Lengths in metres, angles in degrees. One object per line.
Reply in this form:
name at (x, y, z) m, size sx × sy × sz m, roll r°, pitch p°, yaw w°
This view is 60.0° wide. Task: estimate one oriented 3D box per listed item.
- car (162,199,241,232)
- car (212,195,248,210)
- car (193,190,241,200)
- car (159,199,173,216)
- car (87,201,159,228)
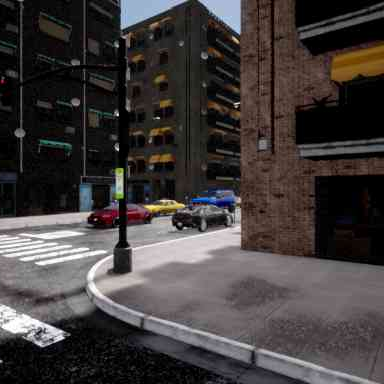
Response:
car at (0.680, 1.333, 18.282) m, size 2.008 × 1.369 × 4.403 m, roll 1°, pitch 1°, yaw 36°
car at (4.235, 1.111, 36.505) m, size 1.752 × 1.417 × 4.829 m, roll 1°, pitch 1°, yaw 36°
car at (1.878, 0.894, 29.114) m, size 2.150 × 2.045 × 5.566 m, roll 0°, pitch 1°, yaw 36°
car at (-2.455, 1.252, 27.347) m, size 1.752 × 1.417 × 4.829 m, roll 1°, pitch 1°, yaw 36°
car at (-4.346, 1.368, 20.600) m, size 1.994 × 1.385 × 4.181 m, roll 0°, pitch 1°, yaw 36°
